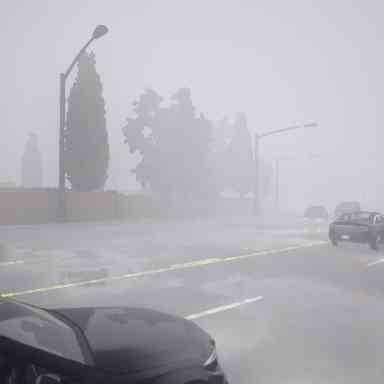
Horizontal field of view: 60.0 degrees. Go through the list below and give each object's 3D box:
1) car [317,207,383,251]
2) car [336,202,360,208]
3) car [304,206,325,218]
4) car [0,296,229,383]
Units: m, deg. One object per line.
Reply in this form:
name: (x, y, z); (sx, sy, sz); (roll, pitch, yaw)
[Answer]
car: (7.921, 1.647, 15.018); (4.902, 1.511, 2.128); (2, -1, -44)
car: (17.747, 2.132, 37.651); (2.150, 2.045, 5.566); (0, -2, 33)
car: (14.835, 2.356, 39.594); (1.812, 1.442, 4.674); (0, -2, 33)
car: (-1.849, 1.525, 2.422); (4.674, 1.442, 1.812); (0, 0, -35)
